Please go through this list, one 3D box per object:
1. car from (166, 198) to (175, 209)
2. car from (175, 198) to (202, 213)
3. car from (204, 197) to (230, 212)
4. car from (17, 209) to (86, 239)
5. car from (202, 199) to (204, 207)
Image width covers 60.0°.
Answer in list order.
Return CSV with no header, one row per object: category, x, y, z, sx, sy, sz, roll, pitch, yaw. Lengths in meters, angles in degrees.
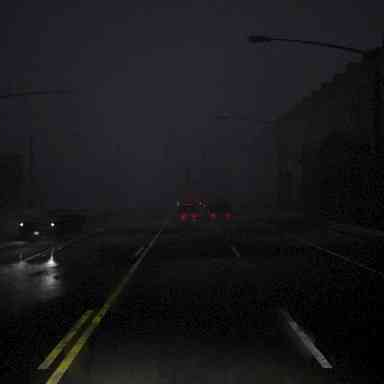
car,-2.143,1.547,46.840,2.033,1.411,5.357,0,0,-21
car,-0.470,1.492,36.602,2.128,1.511,4.902,0,0,-3
car,2.944,1.352,38.144,2.097,1.767,4.553,0,0,-4
car,-7.234,1.601,17.651,1.895,1.301,4.718,0,0,0
car,0.954,1.601,47.950,1.895,1.301,4.718,0,0,-20
